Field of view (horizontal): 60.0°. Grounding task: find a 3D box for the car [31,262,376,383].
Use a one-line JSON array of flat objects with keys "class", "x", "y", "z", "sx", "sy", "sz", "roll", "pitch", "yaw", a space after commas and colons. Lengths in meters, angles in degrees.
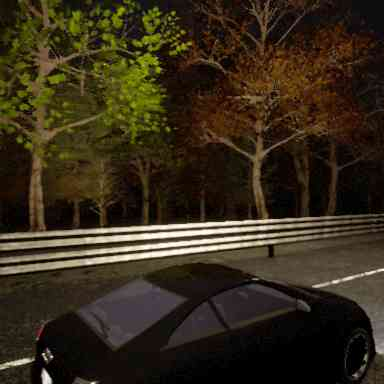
[{"class": "car", "x": 0.381, "y": 1.598, "z": 4.027, "sx": 4.181, "sy": 1.385, "sz": 1.994, "roll": 1, "pitch": -1, "yaw": -36}]
